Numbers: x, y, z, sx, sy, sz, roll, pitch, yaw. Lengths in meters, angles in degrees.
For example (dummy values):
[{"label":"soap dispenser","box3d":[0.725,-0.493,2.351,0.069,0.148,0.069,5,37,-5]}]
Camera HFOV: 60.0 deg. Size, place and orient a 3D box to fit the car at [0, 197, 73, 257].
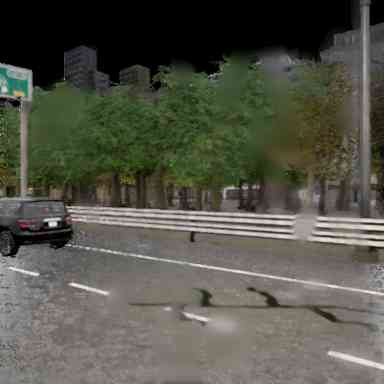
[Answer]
[{"label":"car","box3d":[-7.056,1.220,13.208,5.566,2.045,2.150,0,0,36]}]
